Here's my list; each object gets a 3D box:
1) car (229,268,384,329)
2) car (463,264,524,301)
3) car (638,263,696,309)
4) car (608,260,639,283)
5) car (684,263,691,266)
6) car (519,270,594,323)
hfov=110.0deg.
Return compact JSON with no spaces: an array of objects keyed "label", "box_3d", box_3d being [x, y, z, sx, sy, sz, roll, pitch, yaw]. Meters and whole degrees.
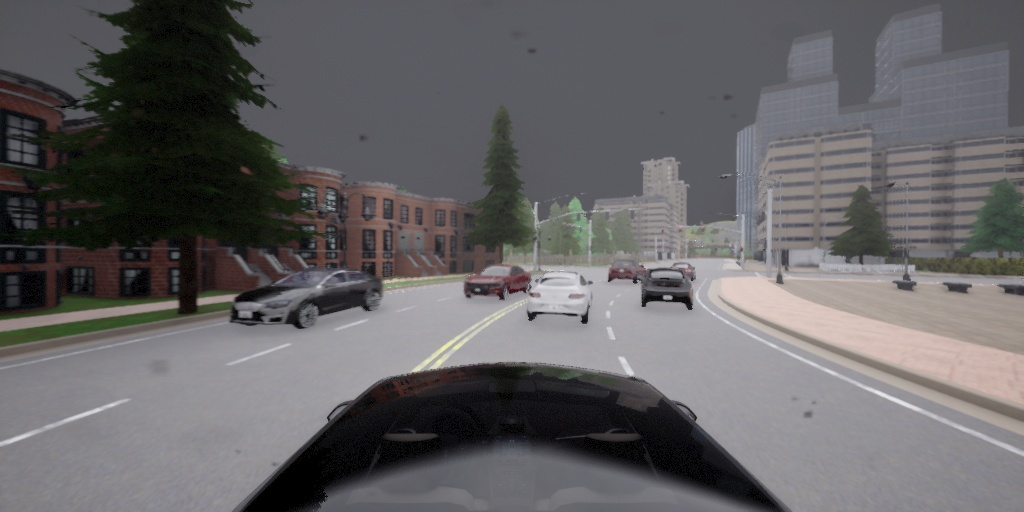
[{"label":"car","box_3d":[-5.870,1.134,10.995,2.128,1.511,4.902,1,0,13]},{"label":"car","box_3d":[-0.560,1.138,17.179,1.882,1.535,5.008,1,0,20]},{"label":"car","box_3d":[6.451,1.246,15.227,1.837,1.490,4.892,1,1,20]},{"label":"car","box_3d":[8.908,1.050,27.619,2.097,1.767,4.553,1,0,29]},{"label":"car","box_3d":[13.657,1.263,28.925,1.812,1.442,4.674,1,0,30]},{"label":"car","box_3d":[1.702,1.237,12.045,1.812,1.442,4.674,0,0,14]}]
